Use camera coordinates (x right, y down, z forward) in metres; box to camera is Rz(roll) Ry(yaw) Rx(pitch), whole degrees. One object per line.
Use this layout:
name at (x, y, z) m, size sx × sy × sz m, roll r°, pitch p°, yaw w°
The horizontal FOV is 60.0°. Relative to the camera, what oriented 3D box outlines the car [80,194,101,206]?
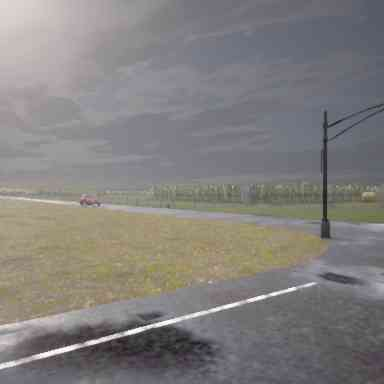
car at (-17.528, 1.419, 57.079) m, size 2.150 × 2.045 × 5.566 m, roll 0°, pitch 0°, yaw -36°
